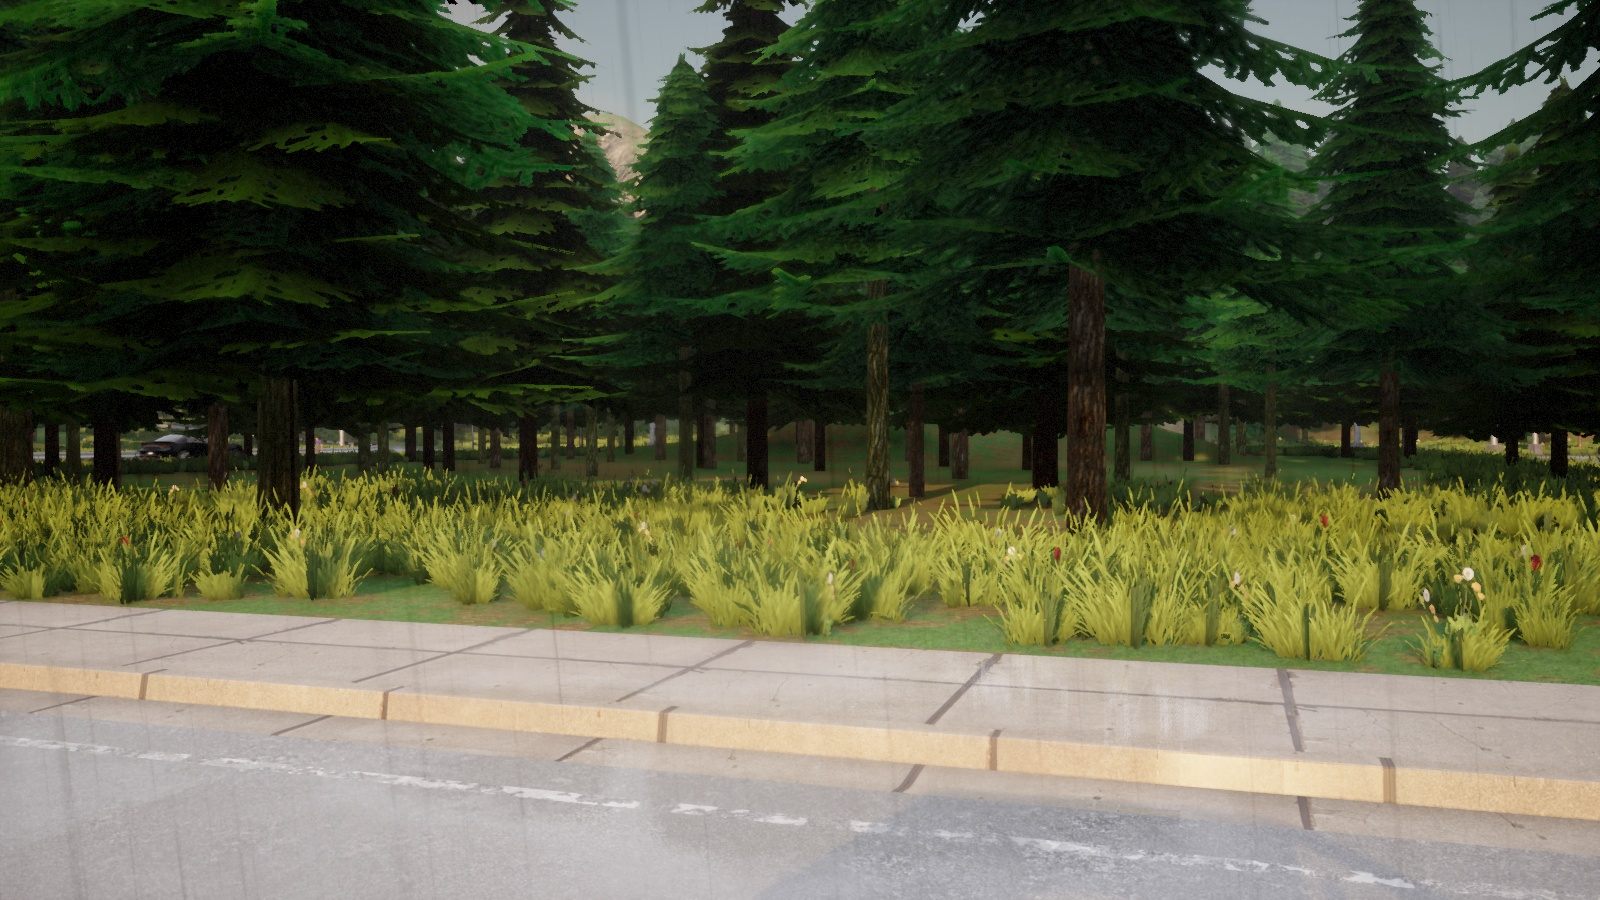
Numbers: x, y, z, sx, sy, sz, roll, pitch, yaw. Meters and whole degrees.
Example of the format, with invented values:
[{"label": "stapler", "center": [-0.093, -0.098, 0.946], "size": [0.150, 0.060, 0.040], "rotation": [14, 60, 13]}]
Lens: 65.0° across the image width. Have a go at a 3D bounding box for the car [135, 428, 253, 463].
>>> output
[{"label": "car", "center": [-27.719, -0.249, 57.599], "size": [1.882, 1.535, 5.008], "rotation": [1, 1, 19]}]
